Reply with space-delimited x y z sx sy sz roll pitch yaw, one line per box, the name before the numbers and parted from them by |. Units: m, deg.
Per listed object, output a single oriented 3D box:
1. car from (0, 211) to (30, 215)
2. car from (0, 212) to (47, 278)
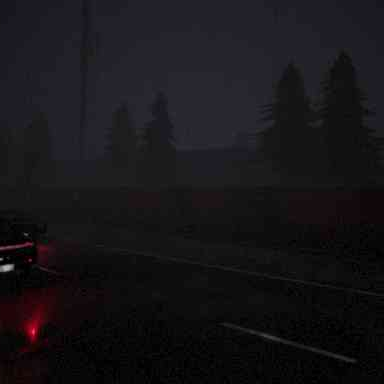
car | -8.809 1.522 15.614 4.718 1.301 1.895 0 0 39
car | -5.955 1.440 8.824 4.902 1.511 2.128 0 0 39
